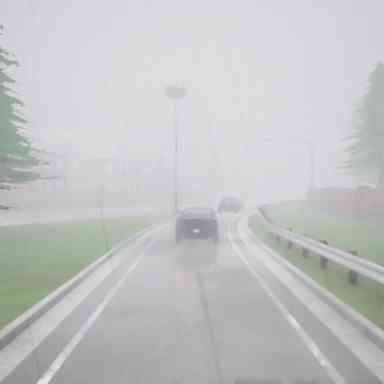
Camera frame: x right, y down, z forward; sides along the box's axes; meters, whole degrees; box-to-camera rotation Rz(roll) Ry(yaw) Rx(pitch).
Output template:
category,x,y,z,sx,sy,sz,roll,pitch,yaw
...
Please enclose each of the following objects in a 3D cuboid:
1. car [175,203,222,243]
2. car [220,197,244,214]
category,x,y,z,sx,sy,sz,roll,pitch,yaw
car,0.327,1.452,16.069,1.882,1.535,5.008,0,0,3
car,4.239,1.296,35.513,2.097,1.767,4.553,0,0,18
